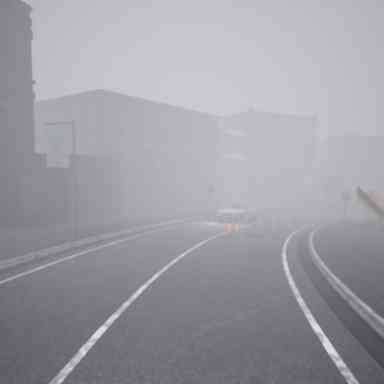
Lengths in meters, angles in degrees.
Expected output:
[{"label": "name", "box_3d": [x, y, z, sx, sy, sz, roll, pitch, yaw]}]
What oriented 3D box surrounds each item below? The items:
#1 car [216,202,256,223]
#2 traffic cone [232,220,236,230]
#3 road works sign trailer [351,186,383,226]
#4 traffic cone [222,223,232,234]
[{"label": "car", "box_3d": [3.572, 1.539, 25.976, 1.812, 1.442, 4.674, 2, 1, 30]}, {"label": "traffic cone", "box_3d": [2.484, 1.989, 19.941, 0.340, 0.580, 0.340, 2, 0, 19]}, {"label": "road works sign trailer", "box_3d": [11.953, 1.067, 22.588, 2.880, 2.380, 3.560, -40, -30, 13]}, {"label": "traffic cone", "box_3d": [1.842, 1.982, 18.048, 0.340, 0.580, 0.340, 2, 0, 19]}]
